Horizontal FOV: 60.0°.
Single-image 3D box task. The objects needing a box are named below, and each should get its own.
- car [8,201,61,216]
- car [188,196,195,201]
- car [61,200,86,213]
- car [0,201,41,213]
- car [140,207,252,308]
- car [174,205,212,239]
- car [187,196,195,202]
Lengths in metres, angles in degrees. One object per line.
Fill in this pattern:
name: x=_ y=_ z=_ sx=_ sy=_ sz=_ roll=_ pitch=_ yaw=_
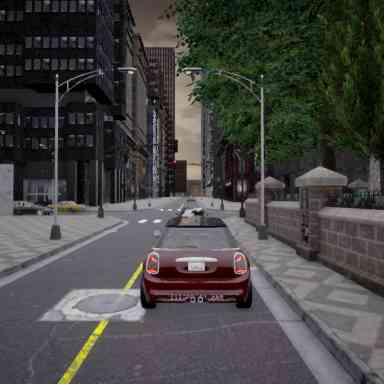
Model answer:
car: x=-14.721 y=1.517 z=30.115 sx=4.403 sy=1.369 sz=2.008 roll=0 pitch=-1 yaw=0
car: x=-0.251 y=1.710 z=90.108 sx=1.812 sy=1.442 sz=4.674 roll=0 pitch=0 yaw=0
car: x=-14.877 y=1.675 z=38.639 sx=4.829 sy=1.417 sz=1.752 roll=0 pitch=-1 yaw=0
car: x=-20.219 y=1.708 z=38.653 sx=4.403 sy=1.369 sz=2.008 roll=0 pitch=-1 yaw=0
car: x=0.076 y=1.357 z=8.070 sx=2.097 sy=1.767 sz=4.553 roll=0 pitch=0 yaw=0
car: x=0.047 y=1.541 z=18.197 sx=1.812 sy=1.442 sz=4.674 roll=0 pitch=0 yaw=0
car: x=-0.221 y=1.730 z=79.689 sx=2.033 sy=1.411 sz=5.357 roll=0 pitch=0 yaw=0
